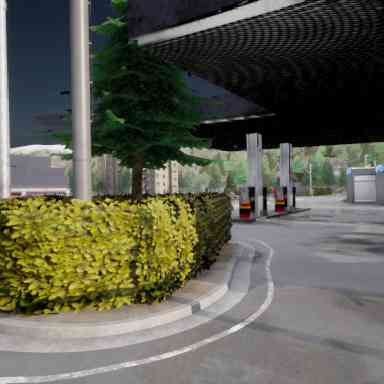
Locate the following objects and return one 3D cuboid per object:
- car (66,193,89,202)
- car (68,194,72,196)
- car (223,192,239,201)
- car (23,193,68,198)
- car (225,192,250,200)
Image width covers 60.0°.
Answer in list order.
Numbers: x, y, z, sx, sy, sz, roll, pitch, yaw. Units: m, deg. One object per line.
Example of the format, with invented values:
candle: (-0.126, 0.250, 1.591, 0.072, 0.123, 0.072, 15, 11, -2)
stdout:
car: (-22.926, 1.103, 66.494, 4.605, 1.855, 1.932, -1, 1, 35)
car: (-24.271, 1.124, 63.885, 3.866, 1.878, 1.905, -1, 1, 35)
car: (7.405, 0.851, 63.928, 5.027, 1.636, 2.152, -1, 1, 35)
car: (-14.795, 1.183, 33.599, 3.866, 1.878, 1.905, -1, 1, 35)
car: (9.177, 0.812, 66.517, 4.514, 1.523, 2.007, -1, 1, 35)
